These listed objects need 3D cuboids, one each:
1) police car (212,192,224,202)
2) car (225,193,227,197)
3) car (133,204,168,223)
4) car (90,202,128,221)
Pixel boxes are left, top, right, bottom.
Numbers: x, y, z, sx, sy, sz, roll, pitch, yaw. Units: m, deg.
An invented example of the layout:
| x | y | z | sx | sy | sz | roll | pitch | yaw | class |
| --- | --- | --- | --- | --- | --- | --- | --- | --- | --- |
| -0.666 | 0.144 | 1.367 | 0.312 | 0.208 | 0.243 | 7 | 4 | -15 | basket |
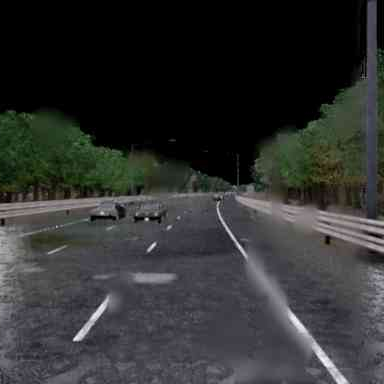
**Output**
| x | y | z | sx | sy | sz | roll | pitch | yaw | class |
| --- | --- | --- | --- | --- | --- | --- | --- | --- | --- |
| 5.372 | 1.238 | 72.799 | 1.930 | 1.638 | 5.238 | 0 | 0 | 7 | police car |
| 7.405 | 1.021 | 88.340 | 2.150 | 2.045 | 5.566 | 0 | 0 | 8 | car |
| -2.893 | 1.511 | 24.165 | 1.895 | 1.301 | 4.718 | 0 | 0 | 2 | car |
| -6.325 | 1.466 | 25.733 | 1.994 | 1.385 | 4.181 | 0 | 0 | 2 | car |
